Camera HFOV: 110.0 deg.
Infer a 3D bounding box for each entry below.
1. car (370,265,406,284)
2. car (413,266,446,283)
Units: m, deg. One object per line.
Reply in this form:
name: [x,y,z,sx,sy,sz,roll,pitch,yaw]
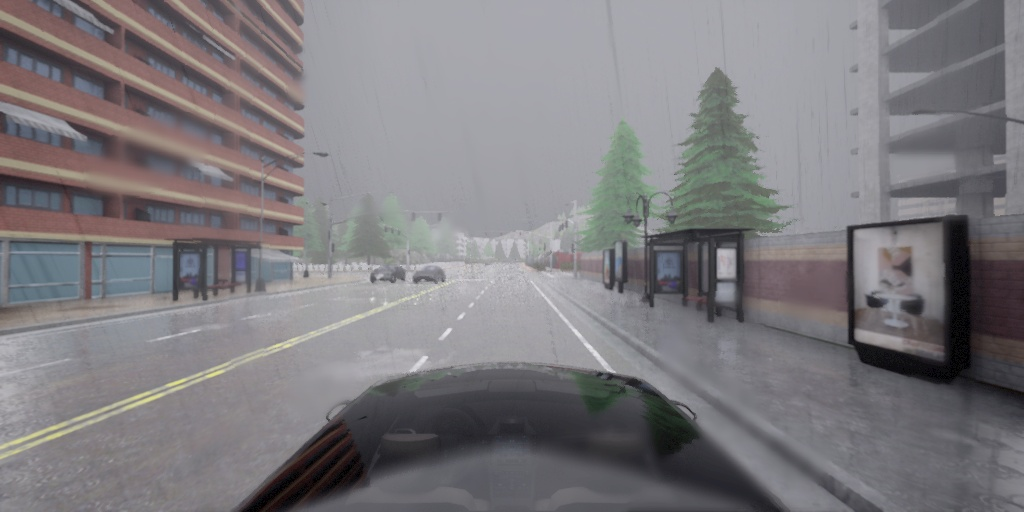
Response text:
car: [-10.529,1.510,30.749,2.128,1.511,4.902,0,-1,0]
car: [-7.027,1.566,31.057,2.033,1.411,5.357,0,-1,0]
